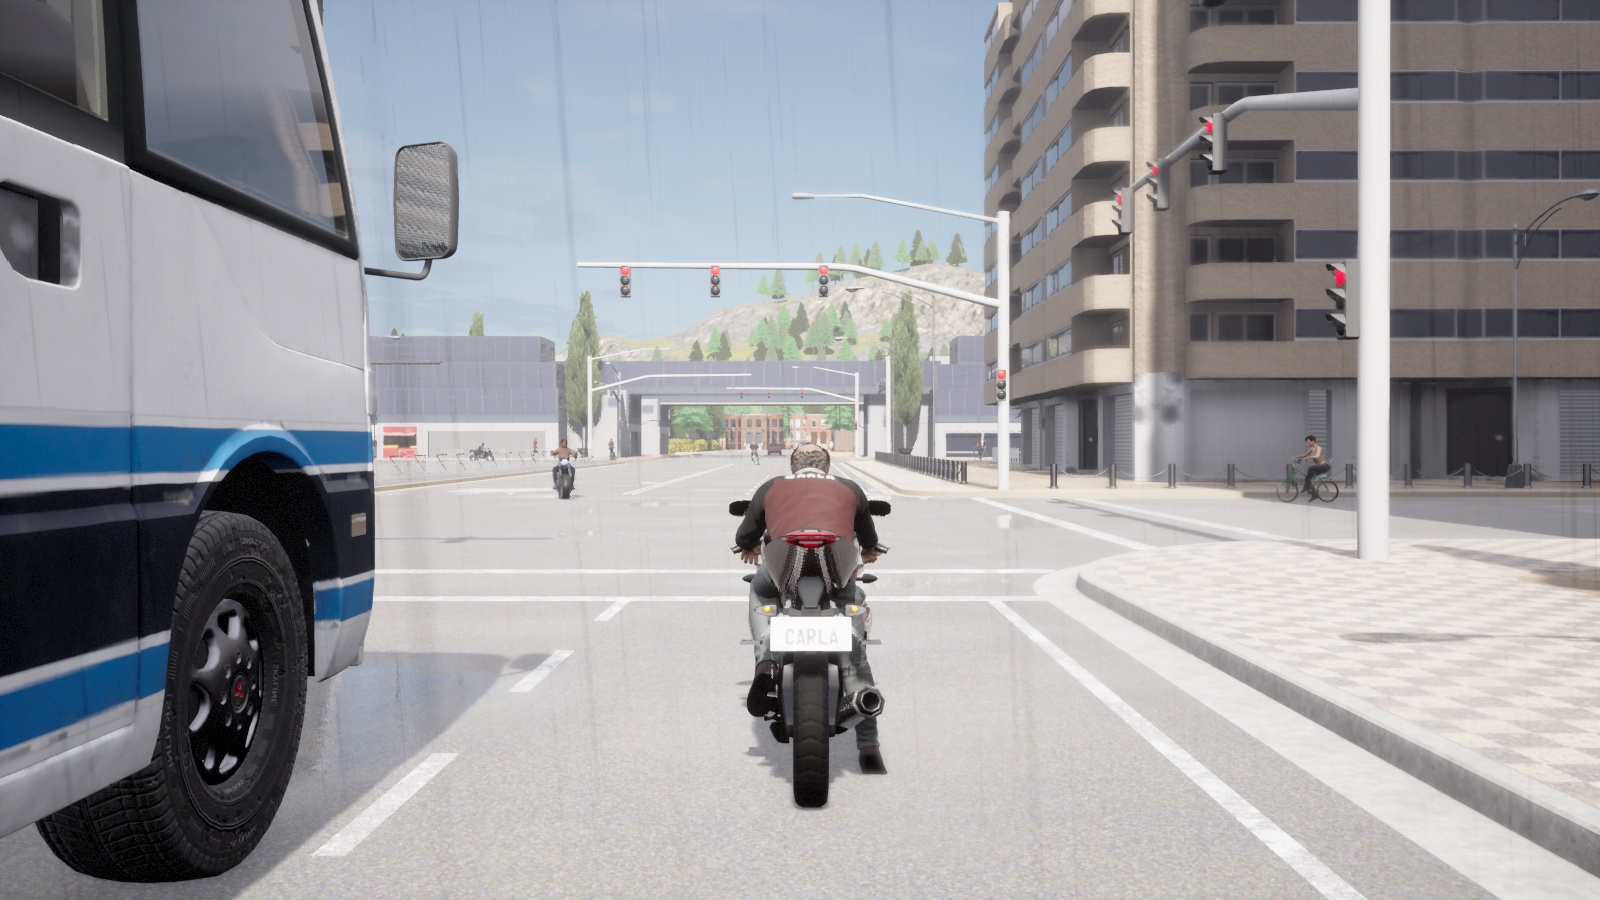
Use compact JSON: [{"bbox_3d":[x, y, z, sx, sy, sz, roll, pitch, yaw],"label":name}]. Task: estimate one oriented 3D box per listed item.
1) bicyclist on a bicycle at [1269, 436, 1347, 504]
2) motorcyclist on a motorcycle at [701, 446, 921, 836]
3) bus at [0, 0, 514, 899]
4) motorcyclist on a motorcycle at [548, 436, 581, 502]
[{"bbox_3d":[12.092,0.468,29.919,1.509,1.612,0.866,0,0,0],"label":"bicyclist on a bicycle"},{"bbox_3d":[0.048,0.747,6.034,0.866,1.530,2.191,0,0,0],"label":"motorcyclist on a motorcycle"},{"bbox_3d":[-3.476,-0.640,1.357,3.944,4.253,10.273,0,0,0],"label":"bus"},{"bbox_3d":[-6.215,0.483,33.020,0.766,1.649,2.350,1,0,-12],"label":"motorcyclist on a motorcycle"}]
